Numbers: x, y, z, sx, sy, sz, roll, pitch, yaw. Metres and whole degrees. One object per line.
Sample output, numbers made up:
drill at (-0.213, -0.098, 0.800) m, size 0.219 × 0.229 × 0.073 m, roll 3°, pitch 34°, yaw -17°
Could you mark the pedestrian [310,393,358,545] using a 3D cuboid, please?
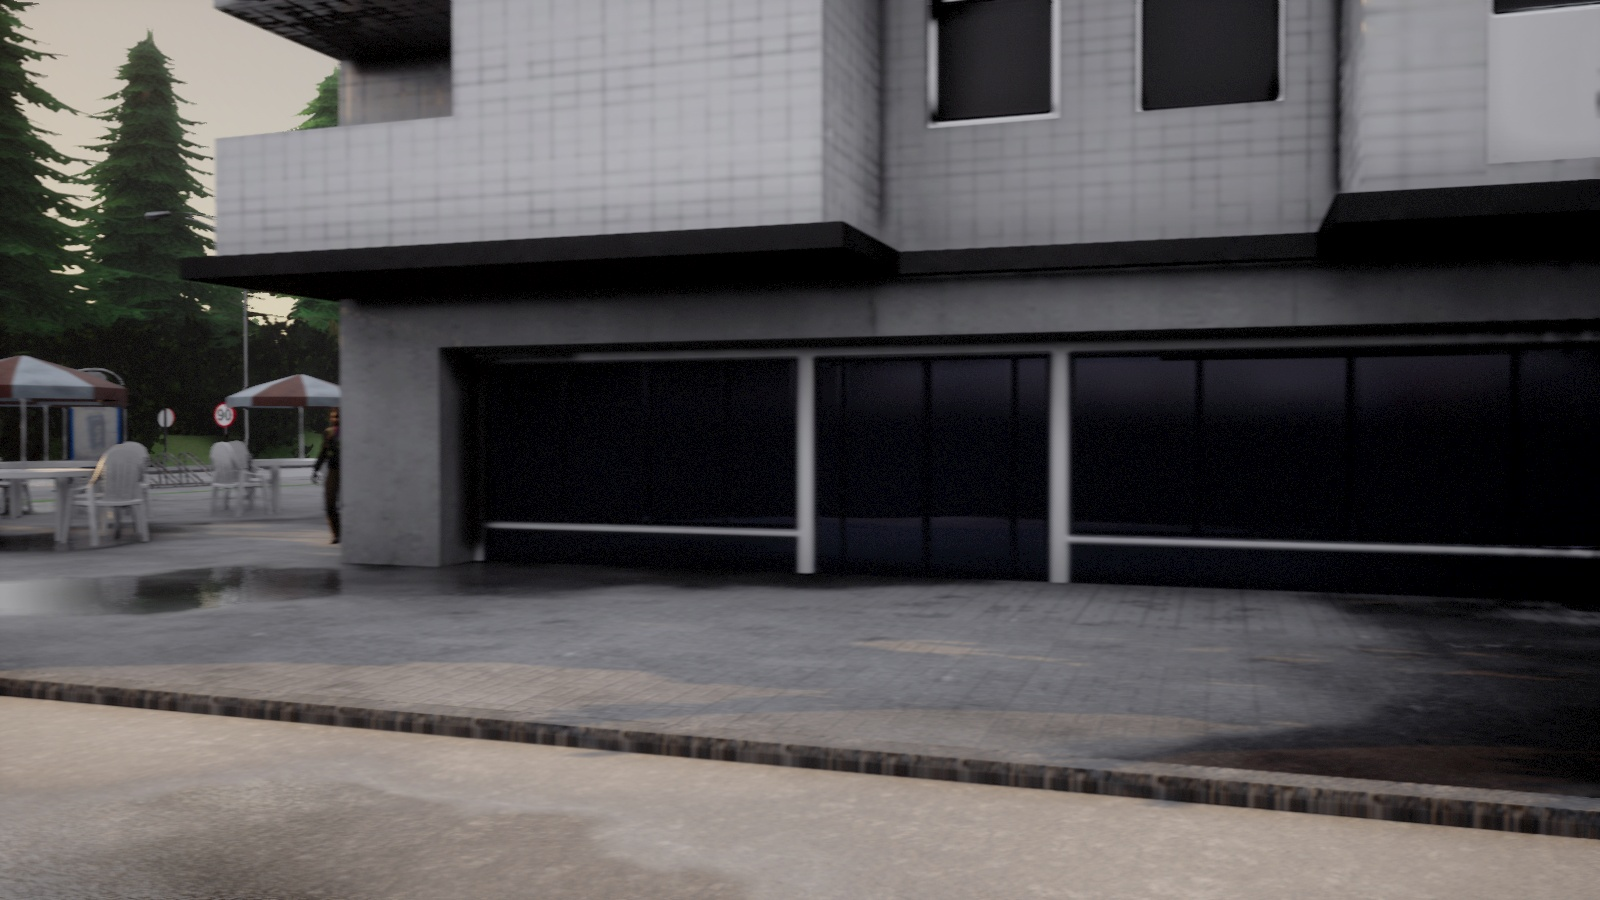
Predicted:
pedestrian at (-6.044, 0.237, 16.317) m, size 0.395 × 1.930 × 0.692 m, roll 0°, pitch 1°, yaw -3°
